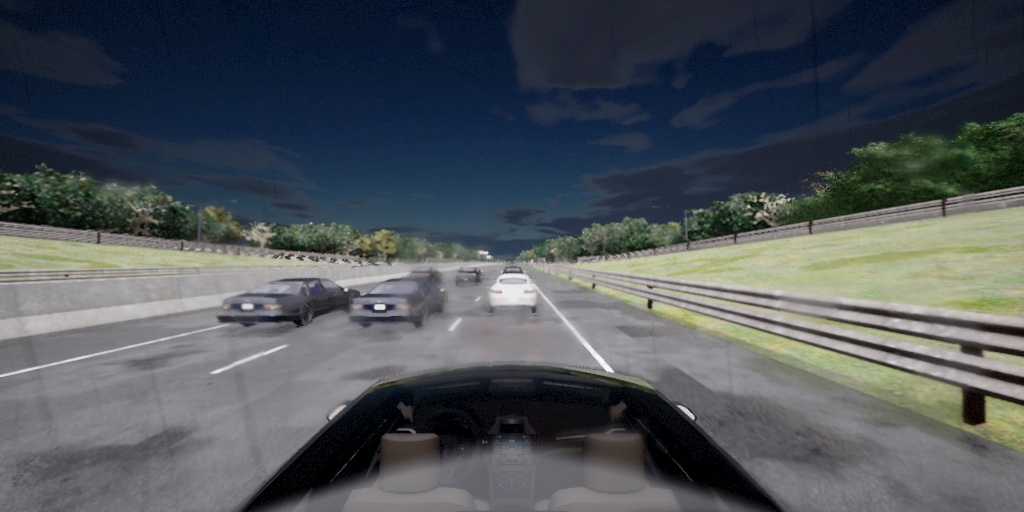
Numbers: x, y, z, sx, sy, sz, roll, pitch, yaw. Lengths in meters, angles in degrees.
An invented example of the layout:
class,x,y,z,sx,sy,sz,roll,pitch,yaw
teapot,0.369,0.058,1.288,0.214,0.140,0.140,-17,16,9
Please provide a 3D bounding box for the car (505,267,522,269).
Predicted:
class,x,y,z,sx,sy,sz,roll,pitch,yaw
car,0.101,1.594,29.187,1.837,1.490,4.892,0,0,1

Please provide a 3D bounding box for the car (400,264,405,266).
class,x,y,z,sx,sy,sz,roll,pitch,yaw
car,-17.356,1.976,58.572,1.812,1.442,4.674,0,-1,1

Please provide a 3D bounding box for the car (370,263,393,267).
class,x,y,z,sx,sy,sz,roll,pitch,yaw
car,-20.849,1.928,58.558,1.882,1.535,5.008,0,-1,1

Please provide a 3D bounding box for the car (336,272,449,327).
class,x,y,z,sx,sy,sz,roll,pitch,yaw
car,-3.472,1.427,11.984,2.033,1.411,5.357,0,-1,1

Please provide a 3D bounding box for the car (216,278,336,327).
class,x,y,z,sx,sy,sz,roll,pitch,yaw
car,-6.972,1.428,12.028,2.033,1.411,5.357,0,-1,1

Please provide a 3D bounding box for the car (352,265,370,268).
class,x,y,z,sx,sy,sz,roll,pitch,yaw
car,-24.338,2.052,58.573,1.895,1.301,4.718,0,-1,1

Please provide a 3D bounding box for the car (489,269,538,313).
class,x,y,z,sx,sy,sz,roll,pitch,yaw
car,0.061,1.440,14.901,1.812,1.442,4.674,0,0,1

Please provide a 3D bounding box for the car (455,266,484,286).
class,x,y,z,sx,sy,sz,roll,pitch,yaw
car,-3.399,1.580,29.162,2.128,1.511,4.902,0,-1,1

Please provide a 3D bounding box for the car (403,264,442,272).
class,x,y,z,sx,sy,sz,roll,pitch,yaw
car,-6.900,1.581,29.162,2.128,1.511,4.902,0,-1,1
